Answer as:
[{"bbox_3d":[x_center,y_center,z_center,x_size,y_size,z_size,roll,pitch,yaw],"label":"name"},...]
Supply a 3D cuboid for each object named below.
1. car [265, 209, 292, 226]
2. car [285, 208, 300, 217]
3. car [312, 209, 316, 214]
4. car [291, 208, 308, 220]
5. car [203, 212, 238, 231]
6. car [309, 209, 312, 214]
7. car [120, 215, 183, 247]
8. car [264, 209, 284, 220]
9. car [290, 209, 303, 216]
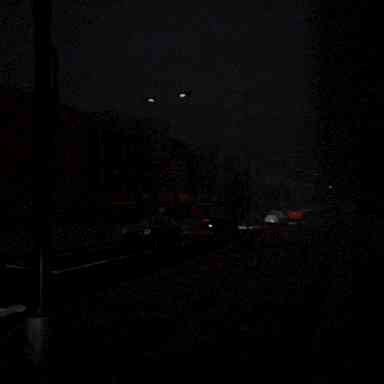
[{"bbox_3d":[9.184,2.811,36.006,1.812,1.442,4.674,-1,-2,26],"label":"car"},{"bbox_3d":[18.949,3.800,62.644,1.967,1.590,4.097,-2,-3,25],"label":"car"},{"bbox_3d":[30.678,5.049,87.196,1.802,1.307,4.206,-2,-3,25],"label":"car"},{"bbox_3d":[15.403,3.156,49.045,2.097,1.767,4.553,-1,-2,26],"label":"car"},{"bbox_3d":[2.486,2.486,28.371,1.837,1.490,4.892,-1,-2,25],"label":"car"},{"bbox_3d":[25.987,4.567,77.375,2.008,1.369,4.403,-2,-3,25],"label":"car"},{"bbox_3d":[-2.157,2.063,18.426,1.967,1.590,4.097,-2,-3,25],"label":"car"},{"bbox_3d":[11.843,3.258,47.750,1.752,1.417,4.829,-2,-3,25],"label":"car"},{"bbox_3d":[21.297,4.158,67.544,1.802,1.307,4.206,-2,-3,26],"label":"car"}]
